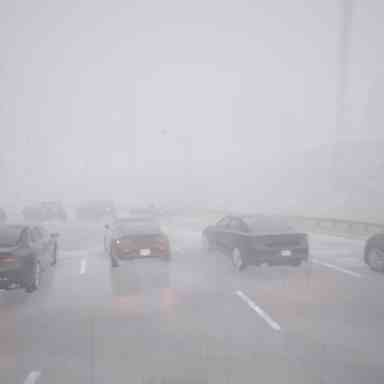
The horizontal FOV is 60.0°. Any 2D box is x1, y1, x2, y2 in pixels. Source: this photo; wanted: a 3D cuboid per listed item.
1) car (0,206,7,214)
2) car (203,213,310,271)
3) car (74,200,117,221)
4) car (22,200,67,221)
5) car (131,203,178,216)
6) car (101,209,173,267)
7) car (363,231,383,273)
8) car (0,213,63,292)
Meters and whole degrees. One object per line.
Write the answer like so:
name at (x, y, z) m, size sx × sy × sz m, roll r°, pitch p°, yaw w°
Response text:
car at (-16.300, 1.698, 26.203) m, size 4.892 × 1.490 × 1.837 m, roll -1°, pitch -1°, yaw 40°
car at (1.805, 1.431, 10.984) m, size 1.882 × 1.535 × 5.008 m, roll -1°, pitch 0°, yaw -15°
car at (-8.146, 1.422, 28.039) m, size 2.097 × 1.767 × 4.553 m, roll -1°, pitch 0°, yaw -42°
car at (-12.079, 1.481, 27.057) m, size 4.553 × 1.767 × 2.097 m, roll -1°, pitch 0°, yaw 45°
car at (-3.310, 1.600, 28.007) m, size 1.895 × 1.301 × 4.718 m, roll -1°, pitch 0°, yaw -39°
car at (-2.013, 1.534, 11.591) m, size 1.812 × 1.442 × 4.674 m, roll -1°, pitch 0°, yaw -18°
car at (6.107, 1.248, 7.593) m, size 2.097 × 1.767 × 4.553 m, roll -1°, pitch 0°, yaw -9°
car at (-4.789, 1.559, 8.827) m, size 1.837 × 1.490 × 4.892 m, roll 0°, pitch 0°, yaw -14°
